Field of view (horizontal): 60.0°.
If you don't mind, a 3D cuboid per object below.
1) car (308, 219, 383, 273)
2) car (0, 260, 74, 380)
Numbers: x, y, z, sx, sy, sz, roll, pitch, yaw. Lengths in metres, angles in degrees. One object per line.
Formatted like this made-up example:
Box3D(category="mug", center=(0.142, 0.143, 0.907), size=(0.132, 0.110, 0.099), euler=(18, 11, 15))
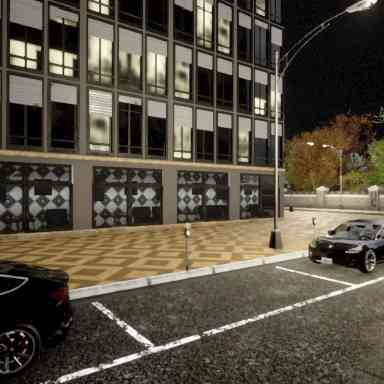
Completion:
Box3D(category="car", center=(5.569, 1.562, 10.632), size=(4.313, 1.339, 1.947), euler=(0, 0, -36))
Box3D(category="car", center=(-3.661, 1.566, 3.947), size=(4.313, 1.339, 1.947), euler=(0, 0, -36))
